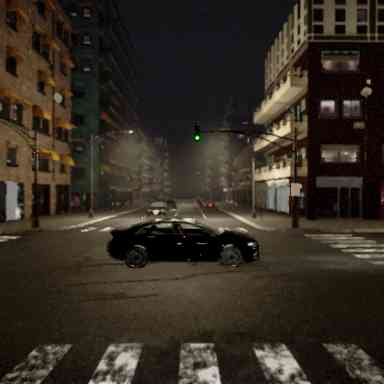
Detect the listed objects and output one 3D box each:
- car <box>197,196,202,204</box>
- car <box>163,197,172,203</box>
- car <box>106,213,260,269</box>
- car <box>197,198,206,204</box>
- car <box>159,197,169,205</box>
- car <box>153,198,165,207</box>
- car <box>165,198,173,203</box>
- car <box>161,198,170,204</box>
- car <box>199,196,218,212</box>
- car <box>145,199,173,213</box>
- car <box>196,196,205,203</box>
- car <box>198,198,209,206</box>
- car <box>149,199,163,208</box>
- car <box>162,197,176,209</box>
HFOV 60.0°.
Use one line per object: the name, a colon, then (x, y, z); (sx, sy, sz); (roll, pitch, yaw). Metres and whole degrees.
car: (2.313, 1.830, 55.923); (1.967, 1.590, 4.097); (-1, 0, 0)
car: (-6.226, 2.110, 84.259); (1.887, 1.381, 4.507); (-1, 0, 0)
car: (-0.283, 1.601, 10.888); (4.902, 1.511, 2.128); (0, 0, 0)
car: (2.170, 2.092, 78.605); (1.887, 1.381, 4.507); (-1, 0, 0)
car: (-6.142, 1.926, 72.919); (1.967, 1.590, 4.097); (-1, 0, 0)
car: (-6.068, 1.931, 61.407); (1.752, 1.417, 4.829); (-1, 0, 0)
car: (-6.291, 2.187, 89.929); (1.802, 1.307, 4.206); (-1, 0, 0)
car: (-6.176, 2.108, 78.588); (1.802, 1.307, 4.206); (-1, 0, 0)
car: (2.385, 1.751, 44.582); (1.967, 1.590, 4.097); (-1, 0, 0)
car: (-3.306, 1.706, 32.919); (2.128, 1.511, 4.902); (0, 0, 0)
car: (2.131, 1.902, 84.276); (2.192, 1.841, 5.009); (-1, 0, 0)
car: (2.242, 2.019, 67.264); (2.008, 1.369, 4.403); (-1, 0, 0)
car: (-6.032, 1.934, 55.906); (1.947, 1.339, 4.313); (-1, 0, 0)
car: (-3.385, 1.868, 51.378); (1.812, 1.442, 4.674); (0, 0, 0)
